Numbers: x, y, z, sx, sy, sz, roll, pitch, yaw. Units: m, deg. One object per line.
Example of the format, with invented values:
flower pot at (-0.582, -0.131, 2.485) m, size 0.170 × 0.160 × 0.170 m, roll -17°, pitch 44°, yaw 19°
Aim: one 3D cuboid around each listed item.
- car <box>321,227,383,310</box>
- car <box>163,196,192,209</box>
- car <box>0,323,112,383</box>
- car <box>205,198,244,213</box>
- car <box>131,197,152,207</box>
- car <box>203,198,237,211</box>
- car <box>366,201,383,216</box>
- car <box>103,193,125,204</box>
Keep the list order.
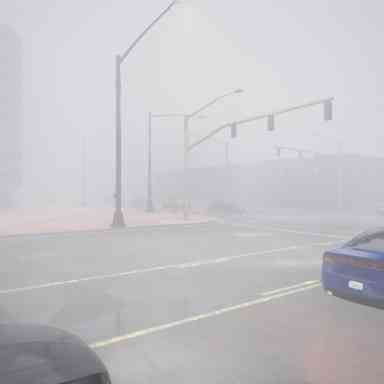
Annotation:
car at (4.890, 1.478, 7.235) m, size 5.008 × 1.535 × 1.882 m, roll 0°, pitch 0°, yaw -35°
car at (-1.994, 1.352, 44.219) m, size 2.097 × 1.767 × 4.553 m, roll 0°, pitch 0°, yaw -35°
car at (-2.842, 1.505, 1.727) m, size 4.892 × 1.490 × 1.837 m, roll 0°, pitch 0°, yaw -35°
car at (3.602, 1.492, 36.379) m, size 2.128 × 1.511 × 4.902 m, roll 0°, pitch 0°, yaw -35°
car at (-7.979, 1.492, 52.621) m, size 2.128 × 1.511 × 4.902 m, roll 0°, pitch 0°, yaw -35°
car at (3.556, 1.526, 42.722) m, size 1.812 × 1.442 × 4.674 m, roll 0°, pitch 0°, yaw -35°
car at (18.524, 1.525, 31.138) m, size 4.674 × 1.442 × 1.812 m, roll 0°, pitch 0°, yaw -24°
car at (-14.667, 1.215, 62.060) m, size 2.150 × 2.045 × 5.566 m, roll 0°, pitch 1°, yaw -38°
